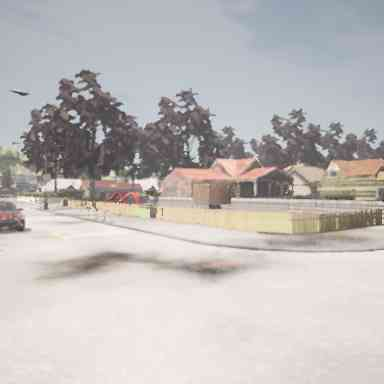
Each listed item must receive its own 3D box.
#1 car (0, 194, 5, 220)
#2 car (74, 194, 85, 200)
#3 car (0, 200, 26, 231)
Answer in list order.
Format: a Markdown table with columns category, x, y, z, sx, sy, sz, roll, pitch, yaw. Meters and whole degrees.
| category | x | y | z | sx | sy | sz | roll | pitch | yaw |
| --- | --- | --- | --- | --- | --- | --- | --- | --- | --- |
| car | -17.273 | 1.207 | 27.959 | 2.150 | 2.045 | 5.566 | 0 | 0 | -35 |
| car | -25.139 | 1.163 | 73.237 | 1.994 | 1.381 | 4.181 | 0 | 0 | -36 |
| car | -11.140 | 1.338 | 19.350 | 2.097 | 1.767 | 4.553 | 0 | 0 | -36 |
